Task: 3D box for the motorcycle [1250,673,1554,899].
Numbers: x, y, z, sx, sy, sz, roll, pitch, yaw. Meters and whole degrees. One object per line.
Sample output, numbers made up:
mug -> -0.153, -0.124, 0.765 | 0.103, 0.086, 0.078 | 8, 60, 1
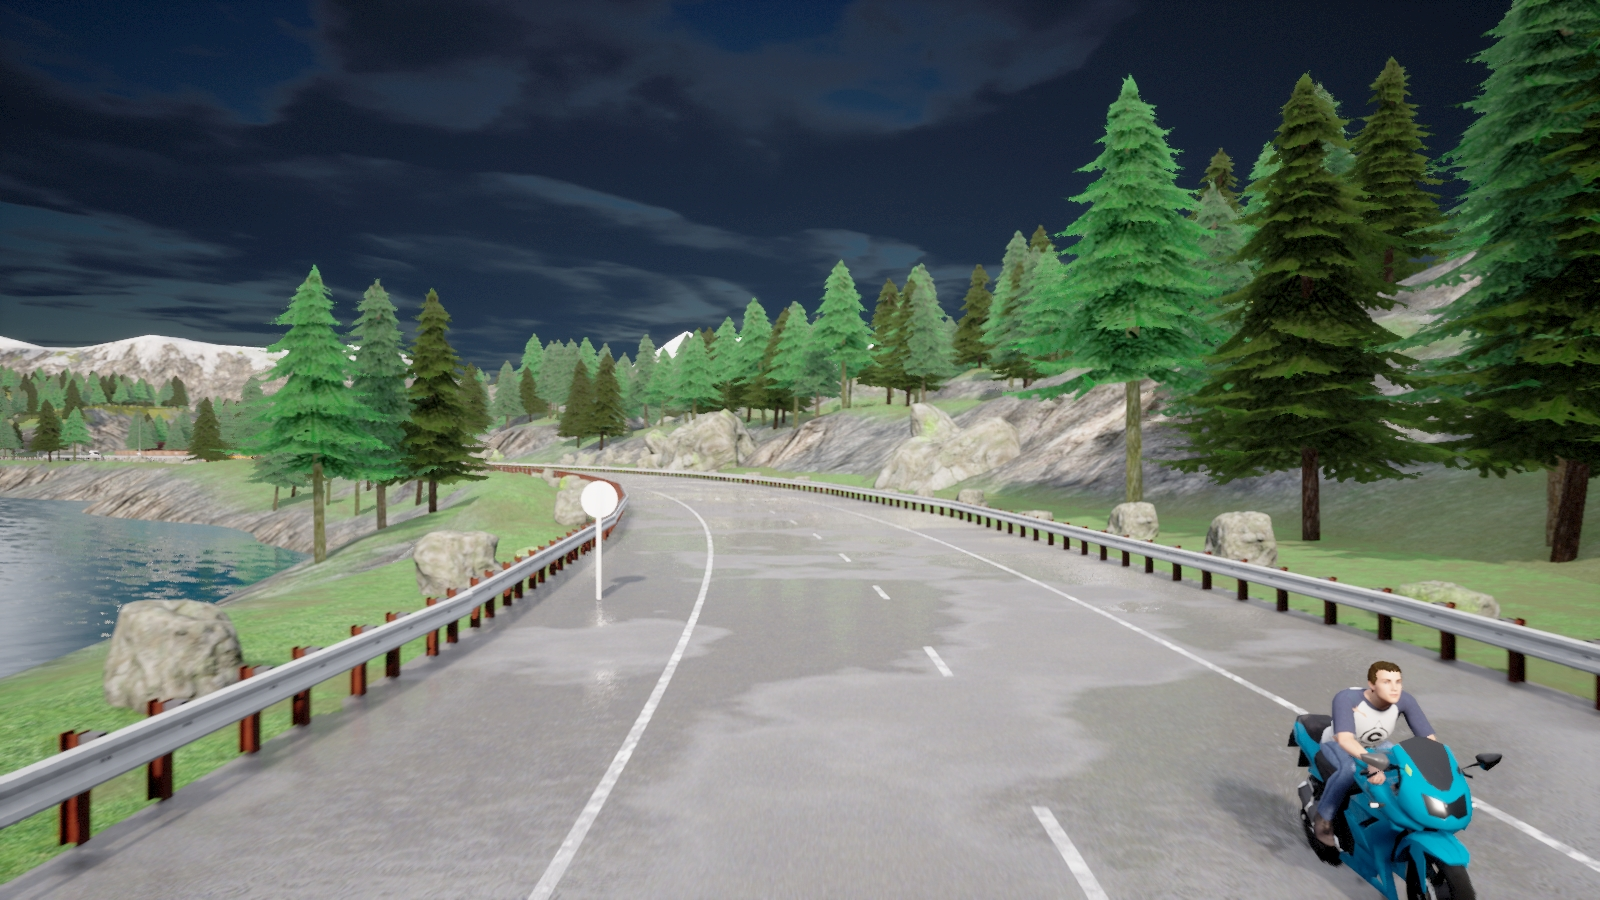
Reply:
motorcycle -> 3.556, 2.177, 7.004 | 0.803, 1.217, 2.033 | 0, 0, 0
